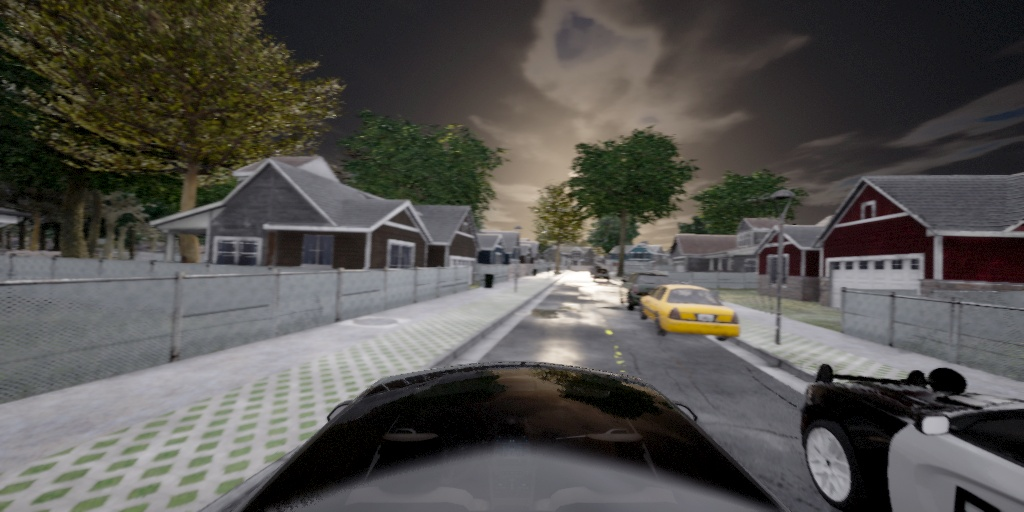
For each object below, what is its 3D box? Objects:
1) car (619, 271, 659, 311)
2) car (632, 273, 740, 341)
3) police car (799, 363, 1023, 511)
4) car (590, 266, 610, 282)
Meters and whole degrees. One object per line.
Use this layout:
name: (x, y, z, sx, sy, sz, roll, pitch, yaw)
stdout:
car: (6.357, 1.554, 17.018, 2.097, 1.767, 4.553, 2, -1, 11)
car: (5.257, 1.544, 11.342, 1.801, 1.575, 5.366, 2, -1, 11)
police car: (3.346, 1.312, 1.445, 1.930, 1.638, 5.238, 2, -1, 11)
car: (10.378, 2.179, 41.906, 1.837, 1.490, 4.892, 2, 0, 11)
